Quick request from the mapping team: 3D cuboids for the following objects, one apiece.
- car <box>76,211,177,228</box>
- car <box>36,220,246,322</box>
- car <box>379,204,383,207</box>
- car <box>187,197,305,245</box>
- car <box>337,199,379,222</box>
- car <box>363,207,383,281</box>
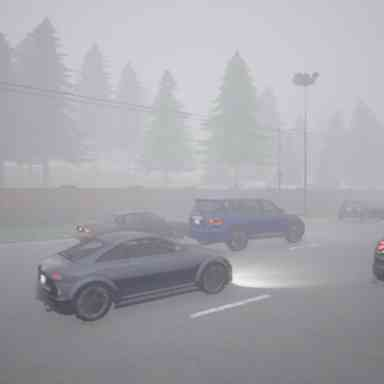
[{"bbox_3d":[-2.460,1.542,14.895,5.357,1.411,2.033,0,0,-35],"label":"car"},{"bbox_3d":[-1.095,1.562,7.282,4.181,1.385,1.994,0,0,-36],"label":"car"},{"bbox_3d":[15.575,1.329,23.460,4.553,1.767,2.097,0,0,-35],"label":"car"},{"bbox_3d":[2.381,1.212,14.046,5.566,2.045,2.150,0,0,-35],"label":"car"},{"bbox_3d":[13.551,1.329,26.315,4.553,1.767,2.097,0,0,-35],"label":"car"},{"bbox_3d":[6.652,1.343,8.497,4.553,1.767,2.097,0,0,-35],"label":"car"}]
